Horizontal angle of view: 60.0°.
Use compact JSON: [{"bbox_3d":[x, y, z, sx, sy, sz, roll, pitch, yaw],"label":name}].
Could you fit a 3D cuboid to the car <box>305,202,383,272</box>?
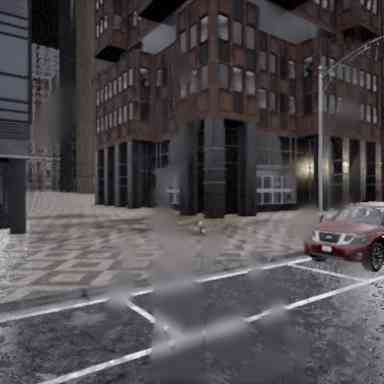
[{"bbox_3d":[5.838,1.264,10.814,5.009,1.841,2.192,0,0,-36],"label":"car"}]
